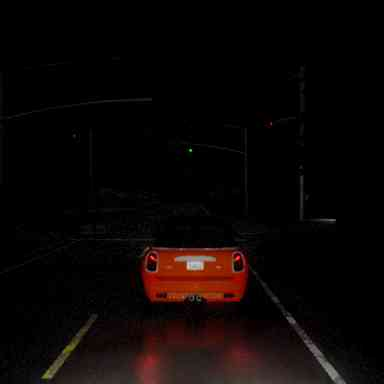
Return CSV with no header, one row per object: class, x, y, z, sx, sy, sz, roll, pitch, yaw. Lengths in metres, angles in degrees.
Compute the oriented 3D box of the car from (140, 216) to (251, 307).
car,0.064,1.351,8.139,2.097,1.767,4.553,0,0,0
